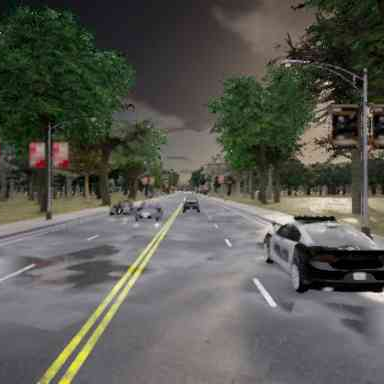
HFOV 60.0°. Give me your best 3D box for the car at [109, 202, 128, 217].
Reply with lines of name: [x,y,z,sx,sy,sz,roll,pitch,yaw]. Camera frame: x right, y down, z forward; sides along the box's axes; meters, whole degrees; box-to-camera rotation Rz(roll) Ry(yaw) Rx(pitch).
car: [-6.557,1.612,31.917,1.994,1.385,4.181,0,0,0]

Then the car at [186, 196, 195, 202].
car: [-0.286,1.553,73.489,1.994,1.385,4.181,0,0,0]

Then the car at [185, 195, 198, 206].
car: [-0.061,1.356,54.518,2.097,1.767,4.553,0,0,0]

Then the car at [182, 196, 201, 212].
car: [-0.089,1.513,38.652,1.837,1.490,4.892,0,0,0]

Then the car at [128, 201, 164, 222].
car: [-3.341,1.502,26.435,2.128,1.511,4.902,0,0,0]

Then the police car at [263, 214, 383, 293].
police car: [3.245,1.429,9.026,1.930,1.638,5.238,0,0,0]
